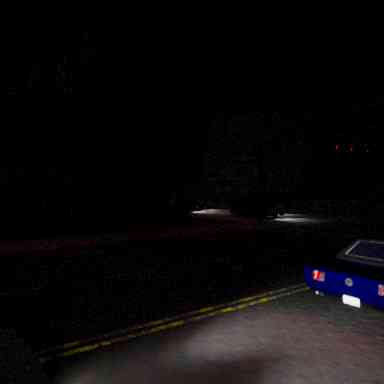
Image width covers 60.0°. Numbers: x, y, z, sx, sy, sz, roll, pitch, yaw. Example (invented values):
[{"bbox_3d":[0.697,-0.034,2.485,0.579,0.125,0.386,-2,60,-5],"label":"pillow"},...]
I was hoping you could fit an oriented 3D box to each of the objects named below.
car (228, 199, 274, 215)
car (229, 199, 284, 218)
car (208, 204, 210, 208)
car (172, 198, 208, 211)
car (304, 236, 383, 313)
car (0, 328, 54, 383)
[{"bbox_3d":[6.226,1.505,35.532,1.837,1.490,4.892,0,0,-36],"label":"car"},{"bbox_3d":[5.735,1.547,30.222,2.033,1.411,5.357,0,0,-36],"label":"car"},{"bbox_3d":[0.096,1.547,44.093,2.033,1.411,5.357,0,0,-36],"label":"car"},{"bbox_3d":[-0.530,1.564,38.962,1.994,1.385,4.181,0,0,-35],"label":"car"},{"bbox_3d":[4.585,1.601,7.037,4.718,1.301,1.895,0,0,-35],"label":"car"},{"bbox_3d":[-3.115,1.601,1.530,4.718,1.301,1.895,0,0,-35],"label":"car"}]
